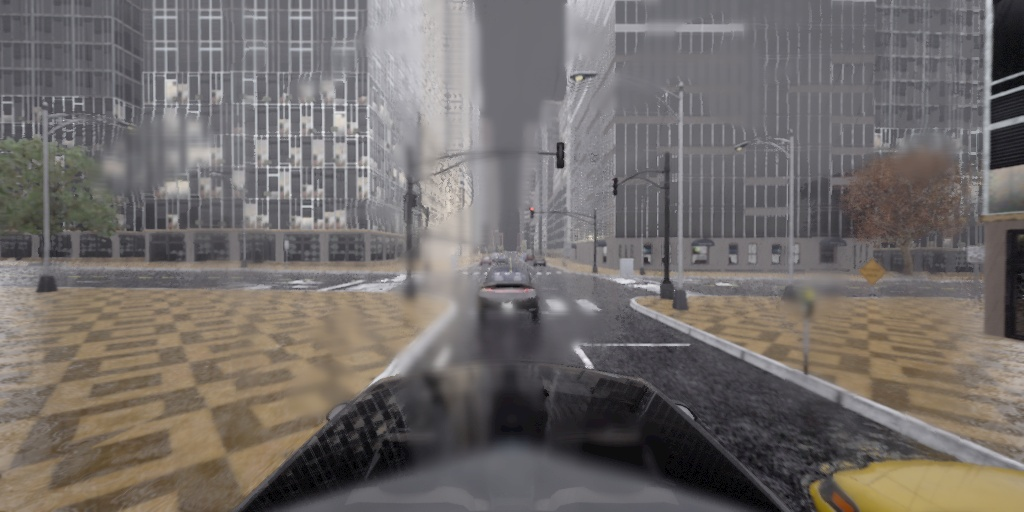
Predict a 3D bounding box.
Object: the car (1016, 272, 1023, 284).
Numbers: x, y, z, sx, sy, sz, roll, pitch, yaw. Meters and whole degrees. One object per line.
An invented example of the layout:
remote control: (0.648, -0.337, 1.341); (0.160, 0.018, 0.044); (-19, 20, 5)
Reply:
car: (42.724, 1.765, 27.815); (4.902, 1.511, 2.128); (1, 1, -2)

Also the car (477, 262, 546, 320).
car: (-0.132, 1.136, 12.018); (2.128, 1.511, 4.902); (0, 1, -1)

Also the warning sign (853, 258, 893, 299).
warning sign: (17.262, 1.044, 17.172); (1.060, 1.860, 1.300); (0, 0, -3)

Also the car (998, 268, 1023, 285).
car: (46.325, 1.848, 31.214); (5.357, 1.411, 2.033); (1, 1, -2)

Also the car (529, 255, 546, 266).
car: (3.871, 0.820, 50.953); (1.948, 1.339, 4.313); (0, 0, 0)

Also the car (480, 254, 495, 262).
car: (-4.089, 0.777, 56.435); (1.802, 1.307, 4.207); (0, 0, 0)

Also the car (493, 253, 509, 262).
car: (-1.578, 0.725, 58.016); (2.033, 1.411, 5.357); (0, 1, 0)
